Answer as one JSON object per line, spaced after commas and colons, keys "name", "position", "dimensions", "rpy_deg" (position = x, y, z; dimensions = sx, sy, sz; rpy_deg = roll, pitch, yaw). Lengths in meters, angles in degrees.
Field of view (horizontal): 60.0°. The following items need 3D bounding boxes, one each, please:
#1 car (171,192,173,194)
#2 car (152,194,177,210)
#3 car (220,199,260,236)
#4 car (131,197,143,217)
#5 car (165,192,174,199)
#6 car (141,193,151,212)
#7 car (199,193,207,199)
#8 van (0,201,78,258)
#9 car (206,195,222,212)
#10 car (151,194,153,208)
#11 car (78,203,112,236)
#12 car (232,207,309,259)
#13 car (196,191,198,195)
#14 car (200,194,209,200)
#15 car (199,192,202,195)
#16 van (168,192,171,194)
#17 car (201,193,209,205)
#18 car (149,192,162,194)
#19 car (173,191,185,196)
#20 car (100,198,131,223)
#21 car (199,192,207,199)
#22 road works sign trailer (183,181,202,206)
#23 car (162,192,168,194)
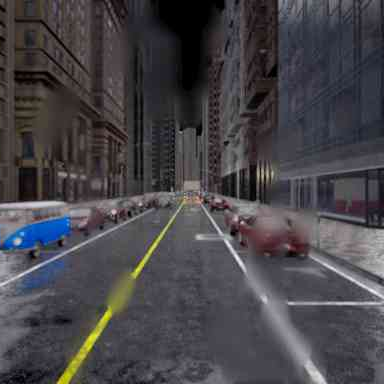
{"name": "car", "position": [-5.784, 1.030, 73.431], "dimensions": [1.752, 1.417, 4.829], "rpy_deg": [0, 0, 0]}
{"name": "car", "position": [-3.107, 1.243, 38.153], "dimensions": [1.837, 1.490, 4.892], "rpy_deg": [0, 0, 0]}
{"name": "car", "position": [2.760, 1.318, 17.598], "dimensions": [1.967, 1.590, 4.097], "rpy_deg": [0, 0, 0]}
{"name": "car", "position": [-5.769, 1.366, 28.789], "dimensions": [1.947, 1.339, 4.313], "rpy_deg": [0, 0, 0]}
{"name": "car", "position": [-5.788, 0.874, 84.805], "dimensions": [1.967, 1.590, 4.097], "rpy_deg": [0, 0, 0]}
{"name": "car", "position": [-5.771, 1.202, 34.390], "dimensions": [1.967, 1.590, 4.097], "rpy_deg": [0, 0, 0]}
{"name": "car", "position": [2.737, 1.016, 84.823], "dimensions": [1.802, 1.307, 4.206], "rpy_deg": [0, 0, 0]}
{"name": "van", "position": [-5.763, 1.257, 11.983], "dimensions": [1.690, 1.788, 3.998], "rpy_deg": [0, 0, 0]}
{"name": "car", "position": [2.754, 1.307, 34.405], "dimensions": [1.887, 1.381, 4.507], "rpy_deg": [0, 0, 0]}
{"name": "car", "position": [-5.773, 1.290, 39.992], "dimensions": [1.947, 1.339, 4.313], "rpy_deg": [0, 0, 0]}
{"name": "car", "position": [-5.766, 1.460, 17.586], "dimensions": [1.802, 1.307, 4.206], "rpy_deg": [0, 0, 0]}
{"name": "car", "position": [2.762, 1.461, 11.997], "dimensions": [1.887, 1.381, 4.507], "rpy_deg": [0, 0, 0]}
{"name": "car", "position": [2.739, 0.784, 79.219], "dimensions": [2.192, 1.841, 5.009], "rpy_deg": [0, 0, 0]}
{"name": "car", "position": [2.740, 1.085, 73.619], "dimensions": [1.802, 1.307, 4.206], "rpy_deg": [0, 0, 0]}
{"name": "car", "position": [2.744, 1.125, 62.414], "dimensions": [2.008, 1.369, 4.403], "rpy_deg": [0, 0, 0]}
{"name": "van", "position": [-5.782, 0.880, 67.999], "dimensions": [1.690, 1.788, 3.998], "rpy_deg": [0, 0, 0]}
{"name": "car", "position": [2.748, 1.214, 51.211], "dimensions": [1.947, 1.339, 4.313], "rpy_deg": [0, 0, 0]}
{"name": "car", "position": [-5.774, 1.001, 45.593], "dimensions": [2.192, 1.841, 5.009], "rpy_deg": [0, 0, 0]}
{"name": "car", "position": [-3.026, 0.708, 78.622], "dimensions": [1.994, 1.385, 4.181], "rpy_deg": [0, 0, 0]}
{"name": "car", "position": [-5.767, 1.279, 23.187], "dimensions": [1.967, 1.590, 4.097], "rpy_deg": [0, 0, 0]}
{"name": "car", "position": [2.746, 1.177, 56.813], "dimensions": [1.947, 1.339, 4.313], "rpy_deg": [0, 0, 0]}
{"name": "road works sign trailer", "position": [-0.015, 0.147, 46.053], "dimensions": [2.380, 3.560, 2.880], "rpy_deg": [0, 0, 0]}
{"name": "car", "position": [-5.778, 0.926, 56.796], "dimensions": [2.192, 1.841, 5.009], "rpy_deg": [0, 0, 0]}
